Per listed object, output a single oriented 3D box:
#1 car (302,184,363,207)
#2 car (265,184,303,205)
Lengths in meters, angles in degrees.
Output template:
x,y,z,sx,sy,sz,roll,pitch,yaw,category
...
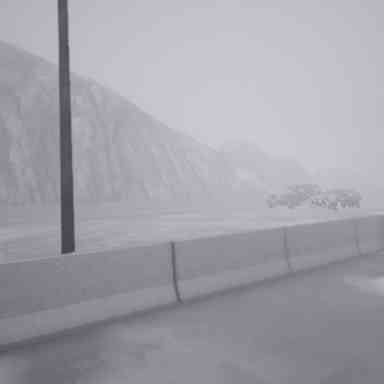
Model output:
x,y,z,sx,sy,sz,roll,pitch,yaw,category
10.542,0.469,24.309,4.553,1.767,2.097,-2,1,-36,car
8.456,0.340,27.120,5.566,2.045,2.150,-2,1,-36,car
